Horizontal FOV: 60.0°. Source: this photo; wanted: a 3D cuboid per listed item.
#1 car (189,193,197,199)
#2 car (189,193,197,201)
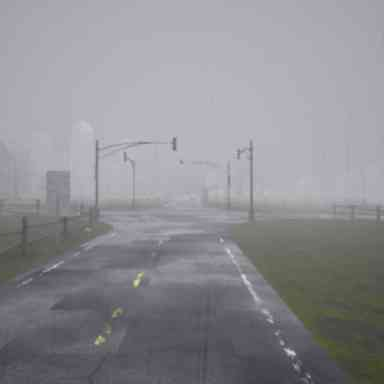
[{"bbox_3d":[0.296,1.113,94.512,2.097,1.767,4.553,0,0,0],"label":"car"},{"bbox_3d":[0.245,1.444,84.119,2.128,1.511,4.902,0,0,0],"label":"car"}]
